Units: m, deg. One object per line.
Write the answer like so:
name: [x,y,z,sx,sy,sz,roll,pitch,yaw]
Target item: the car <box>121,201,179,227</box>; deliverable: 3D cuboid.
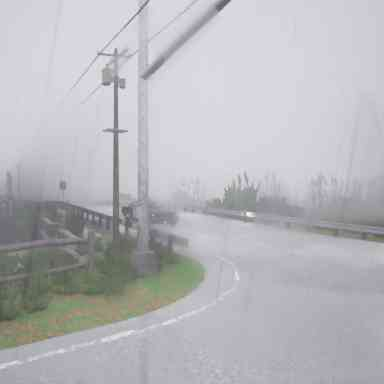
car: [-2.620,1.245,20.176,1.895,1.301,4.718,0,3,-32]
